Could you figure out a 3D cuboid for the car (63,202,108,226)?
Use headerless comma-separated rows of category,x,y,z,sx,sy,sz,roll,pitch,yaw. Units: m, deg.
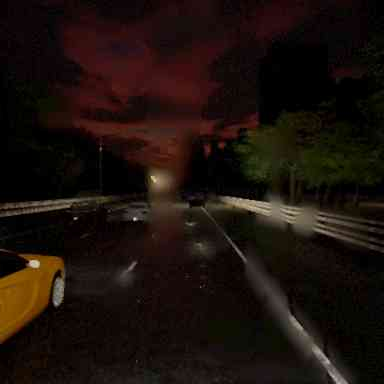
car,-7.028,1.391,22.449,2.128,1.511,4.902,0,0,-1

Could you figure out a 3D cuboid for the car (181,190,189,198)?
car,-1.987,0.586,93.555,2.150,2.045,5.566,0,0,-2

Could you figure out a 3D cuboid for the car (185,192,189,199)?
car,0.250,1.203,58.798,1.882,1.535,5.008,0,0,-2

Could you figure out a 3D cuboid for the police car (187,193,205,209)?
police car,0.623,1.232,42.840,1.930,1.638,5.238,0,0,-1

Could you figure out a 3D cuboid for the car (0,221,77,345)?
car,-3.412,1.456,4.580,1.882,1.535,5.008,0,0,0

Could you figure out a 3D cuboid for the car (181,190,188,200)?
car,-1.313,0.843,76.133,2.097,1.767,4.553,0,0,-2

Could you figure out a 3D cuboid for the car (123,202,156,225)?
car,-3.530,1.423,22.754,1.812,1.442,4.674,0,0,-1
